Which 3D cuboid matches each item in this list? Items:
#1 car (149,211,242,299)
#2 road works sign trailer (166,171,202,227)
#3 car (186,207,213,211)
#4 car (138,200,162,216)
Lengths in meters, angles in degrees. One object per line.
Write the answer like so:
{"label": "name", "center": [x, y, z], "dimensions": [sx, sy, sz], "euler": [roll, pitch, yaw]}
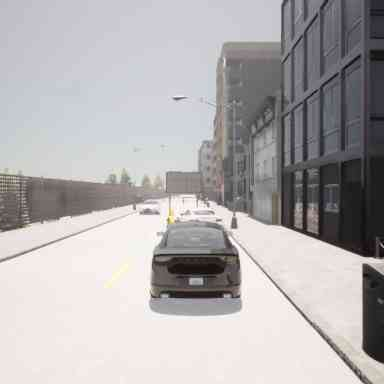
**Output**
{"label": "car", "center": [0.074, 1.478, 8.530], "dimensions": [1.882, 1.535, 5.008], "euler": [0, 0, 0]}
{"label": "road works sign trailer", "center": [-0.569, 0.464, 21.366], "dimensions": [2.380, 3.560, 2.880], "euler": [0, 0, -17]}
{"label": "car", "center": [0.400, 1.540, 17.883], "dimensions": [1.812, 1.442, 4.674], "euler": [0, -1, -9]}
{"label": "car", "center": [-4.098, 1.525, 33.127], "dimensions": [1.812, 1.442, 4.674], "euler": [0, 0, 0]}
